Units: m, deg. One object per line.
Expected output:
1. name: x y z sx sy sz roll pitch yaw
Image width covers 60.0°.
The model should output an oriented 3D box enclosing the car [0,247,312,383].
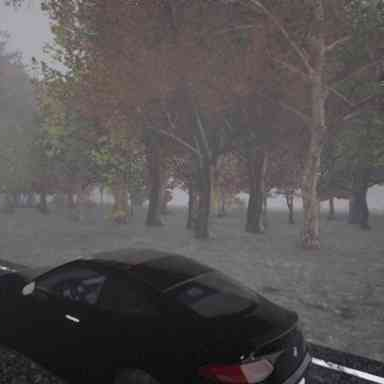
1. car: -0.937 1.460 4.239 4.674 1.442 1.812 2 1 35
